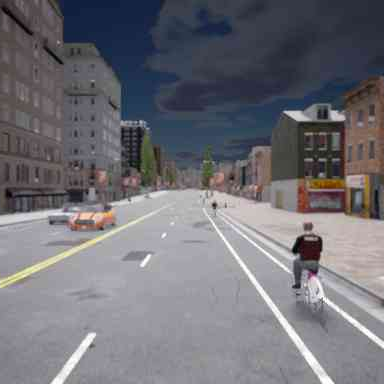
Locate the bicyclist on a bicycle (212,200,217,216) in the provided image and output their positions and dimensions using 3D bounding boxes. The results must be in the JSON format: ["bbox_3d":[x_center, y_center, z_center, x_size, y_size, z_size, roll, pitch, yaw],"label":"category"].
[{"bbox_3d":[2.332,1.699,34.655,0.659,1.776,1.843,0,0,0],"label":"bicyclist on a bicycle"}]

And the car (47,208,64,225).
[{"bbox_3d":[-9.789,1.873,26.644,1.895,1.301,4.718,0,0,0],"label":"car"}]

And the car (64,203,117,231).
[{"bbox_3d":[-6.548,1.590,22.415,2.097,1.767,4.553,0,0,0],"label":"car"}]

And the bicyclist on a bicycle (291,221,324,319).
[{"bbox_3d":[2.264,1.450,6.678,0.659,1.776,1.843,0,-1,0],"label":"bicyclist on a bicycle"}]

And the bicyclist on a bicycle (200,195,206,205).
[{"bbox_3d":[2.436,1.831,68.961,0.866,1.612,1.509,1,-2,0],"label":"bicyclist on a bicycle"}]
